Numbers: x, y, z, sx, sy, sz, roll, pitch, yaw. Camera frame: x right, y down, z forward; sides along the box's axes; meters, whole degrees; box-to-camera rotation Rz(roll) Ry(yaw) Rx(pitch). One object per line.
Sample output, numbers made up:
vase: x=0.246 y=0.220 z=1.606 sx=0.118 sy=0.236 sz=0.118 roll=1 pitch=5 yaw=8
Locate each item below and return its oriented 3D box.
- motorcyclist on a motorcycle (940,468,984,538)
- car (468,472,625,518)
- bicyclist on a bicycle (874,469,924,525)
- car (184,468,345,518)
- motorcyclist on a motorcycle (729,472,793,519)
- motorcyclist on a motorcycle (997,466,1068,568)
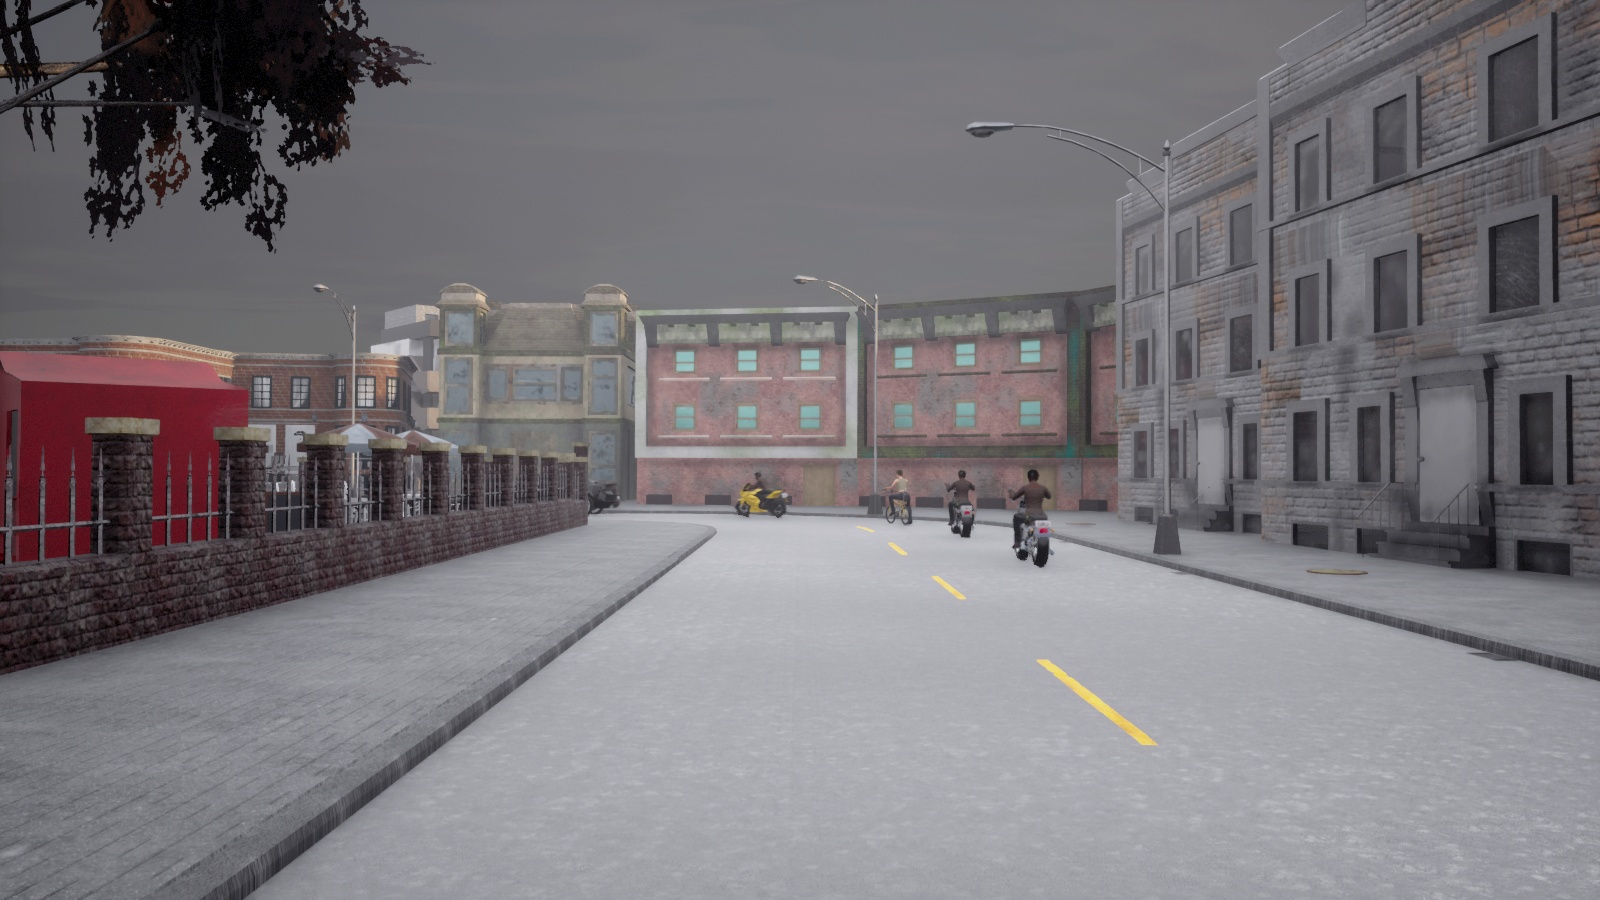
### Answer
motorcyclist on a motorcycle: x=3.925 y=1.261 z=30.591 sx=0.766 sy=1.649 sz=2.350 roll=0 pitch=-1 yaw=0
car: x=-8.732 y=1.556 z=43.495 sx=5.008 sy=1.535 sz=1.882 roll=0 pitch=-1 yaw=4
bicyclist on a bicycle: x=2.900 y=1.361 z=37.024 sx=0.866 sy=1.612 sz=1.509 roll=0 pitch=-1 yaw=-23
car: x=-18.472 y=1.463 z=43.496 sx=4.611 sy=1.667 sz=2.242 roll=0 pitch=-1 yaw=0
motorcyclist on a motorcycle: x=-1.306 y=1.503 z=41.733 sx=2.044 sy=1.523 sz=0.797 roll=-1 pitch=-1 yaw=32
motorcyclist on a motorcycle: x=3.947 y=1.109 z=21.484 sx=0.766 sy=1.649 sz=2.350 roll=0 pitch=-1 yaw=0
